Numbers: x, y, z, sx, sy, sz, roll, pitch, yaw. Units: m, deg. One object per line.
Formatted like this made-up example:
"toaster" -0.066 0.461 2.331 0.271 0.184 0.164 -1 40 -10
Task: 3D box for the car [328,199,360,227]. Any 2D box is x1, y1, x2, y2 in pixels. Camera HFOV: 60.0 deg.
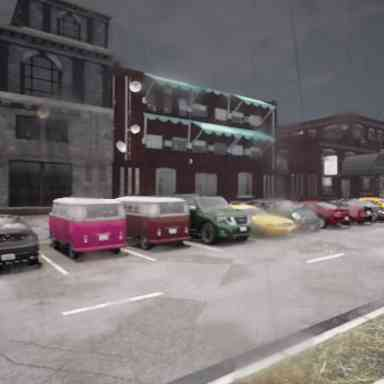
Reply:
"car" 7.165 1.313 20.485 2.097 1.535 5.008 -1 0 -35

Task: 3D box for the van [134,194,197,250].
"van" -1.963 1.201 14.135 1.878 1.987 4.442 -1 0 -35

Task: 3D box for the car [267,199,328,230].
"car" 4.880 1.218 18.902 2.185 1.767 4.553 -1 0 -35

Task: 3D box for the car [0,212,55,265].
"car" -6.321 1.474 10.887 2.231 1.521 4.892 -1 1 -35

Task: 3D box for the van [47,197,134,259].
"van" -4.127 1.225 12.599 1.878 1.987 4.442 -1 0 -35

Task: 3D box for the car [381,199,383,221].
"car" 11.686 1.250 23.720 2.231 1.521 4.892 -1 0 -35

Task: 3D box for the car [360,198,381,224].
"car" 9.410 1.311 22.126 2.163 1.488 4.792 -1 0 -35

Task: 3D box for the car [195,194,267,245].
"car" 0.484 1.149 15.696 2.435 2.045 5.566 -1 0 -35

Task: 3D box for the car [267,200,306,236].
"car" 2.843 1.370 17.186 1.946 1.575 5.366 -1 0 -35
